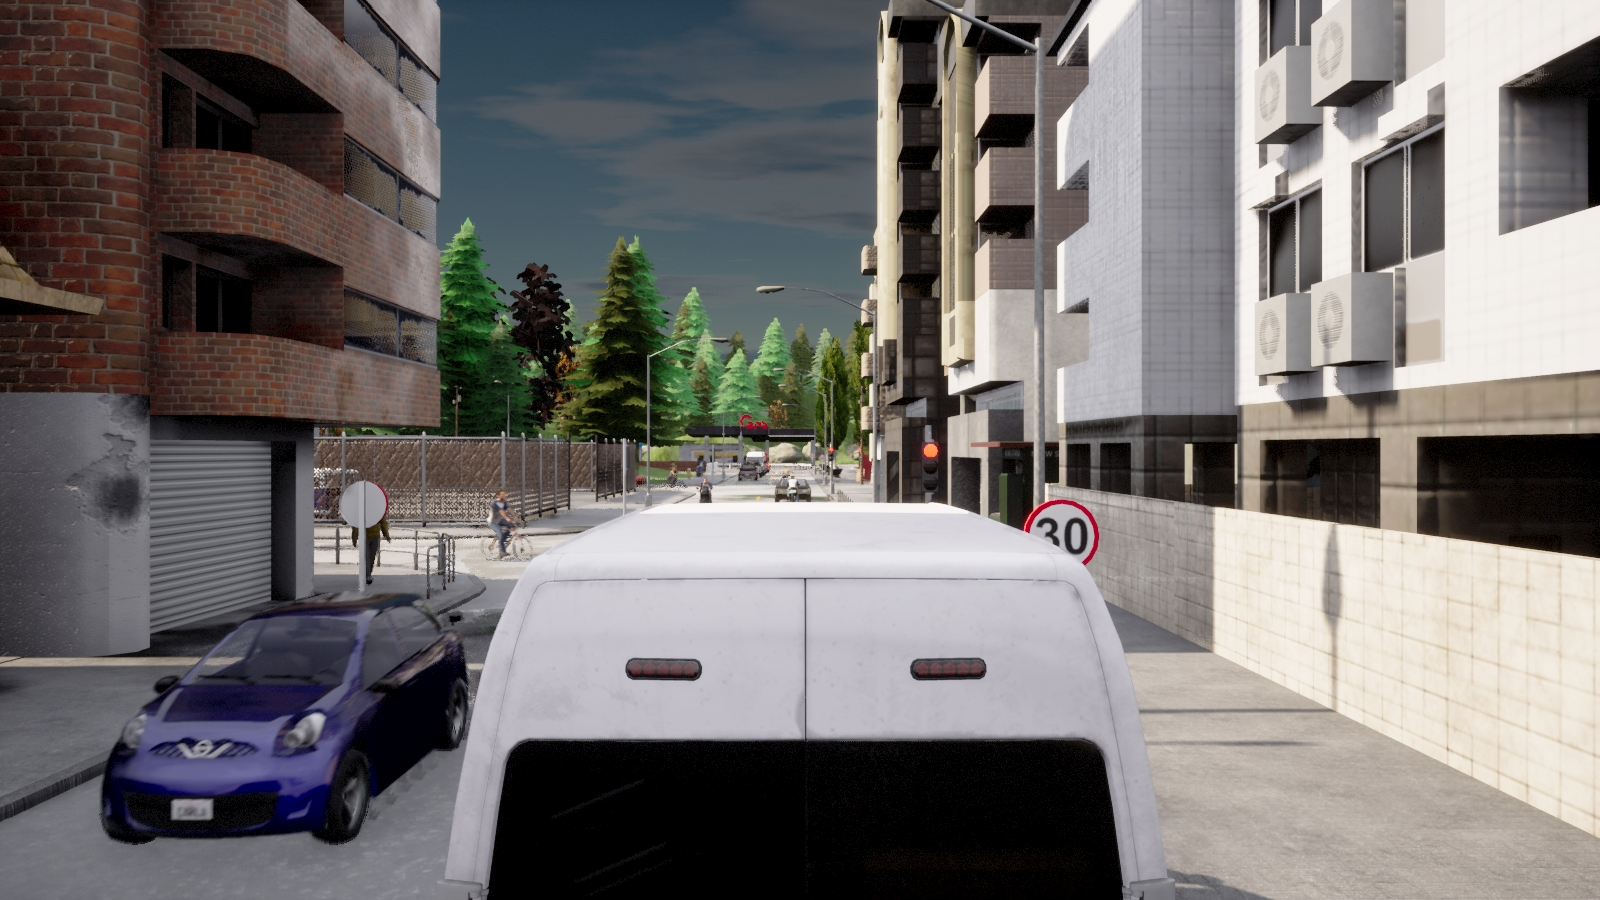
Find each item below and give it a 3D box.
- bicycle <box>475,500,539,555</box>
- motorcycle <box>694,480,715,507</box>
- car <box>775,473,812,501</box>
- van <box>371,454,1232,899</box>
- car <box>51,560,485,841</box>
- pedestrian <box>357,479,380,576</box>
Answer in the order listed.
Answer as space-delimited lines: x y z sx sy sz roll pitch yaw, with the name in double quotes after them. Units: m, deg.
-7.300 1.925 28.467 1.643 1.296 0.373 0 3 25 "bicycle"
-4.334 1.973 52.180 0.803 1.145 2.033 0 0 0 "motorcycle"
-0.339 1.912 60.159 1.895 1.301 4.718 0 0 0 "car"
-0.009 1.312 5.597 1.988 2.561 5.915 0 0 0 "van"
-3.986 1.815 9.303 1.845 1.501 3.633 0 0 0 "car"
-8.420 1.507 22.281 0.375 1.860 0.375 0 0 -26 "pedestrian"
